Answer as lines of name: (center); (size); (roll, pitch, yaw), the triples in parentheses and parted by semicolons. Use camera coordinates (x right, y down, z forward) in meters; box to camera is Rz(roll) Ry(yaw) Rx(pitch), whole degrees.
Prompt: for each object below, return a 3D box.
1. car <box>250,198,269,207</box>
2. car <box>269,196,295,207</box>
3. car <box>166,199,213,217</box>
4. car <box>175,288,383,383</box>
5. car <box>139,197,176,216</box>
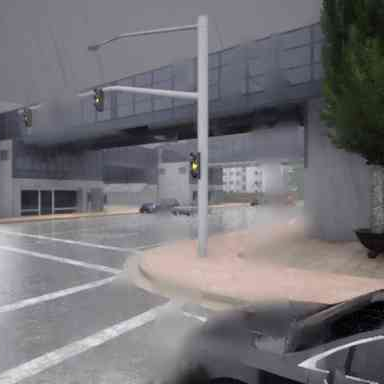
car: (10.753, 1.559, 52.066); (1.994, 1.385, 4.181); (0, 0, 36)
car: (13.954, 1.346, 50.509); (2.097, 1.767, 4.553); (0, 0, 36)
car: (0.018, 1.596, 31.382); (1.895, 1.301, 4.718); (0, 0, 36)
car: (2.084, 1.502, 2.491); (4.892, 1.490, 1.837); (-1, -1, 35)
car: (-3.122, 1.346, 33.011); (2.097, 1.767, 4.553); (0, 0, 36)
